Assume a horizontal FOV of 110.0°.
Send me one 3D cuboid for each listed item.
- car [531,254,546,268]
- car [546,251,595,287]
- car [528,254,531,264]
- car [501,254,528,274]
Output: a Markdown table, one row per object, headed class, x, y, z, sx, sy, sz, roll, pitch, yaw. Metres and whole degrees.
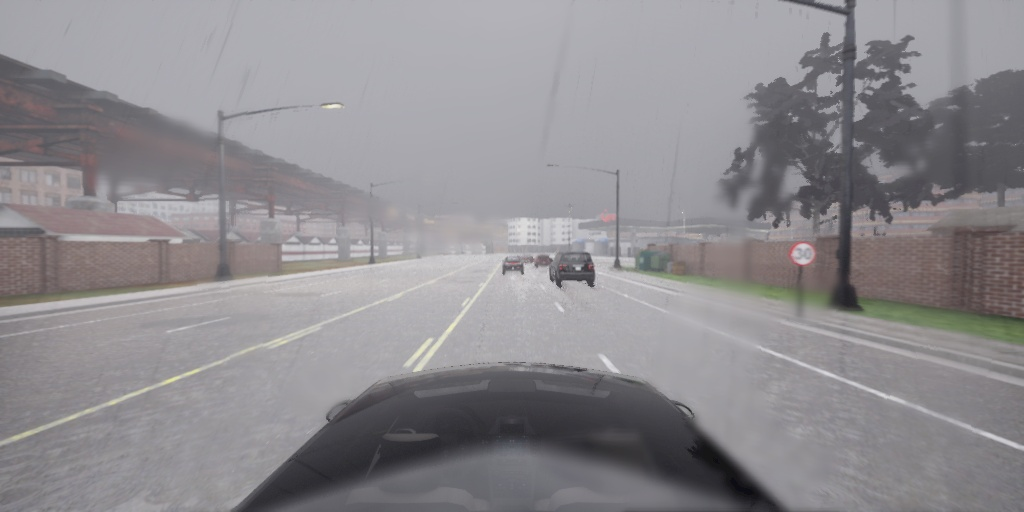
| class | x | y | z | sx | sy | sz | roll | pitch | yaw |
| --- | --- | --- | --- | --- | --- | --- | --- | --- | --- |
| car | 3.605 | 0.516 | 42.150 | 1.882 | 1.535 | 5.008 | 0 | 1 | 0 |
| car | 3.594 | 0.722 | 22.147 | 2.150 | 2.045 | 5.566 | 0 | 1 | 0 |
| car | 2.466 | 0.416 | 50.005 | 1.994 | 1.385 | 4.181 | 0 | 1 | 41 |
| car | 0.091 | 0.766 | 32.162 | 2.128 | 1.511 | 4.902 | 0 | 1 | 0 |
